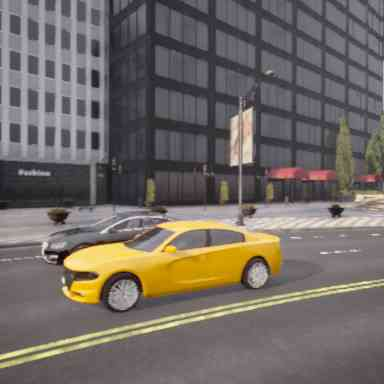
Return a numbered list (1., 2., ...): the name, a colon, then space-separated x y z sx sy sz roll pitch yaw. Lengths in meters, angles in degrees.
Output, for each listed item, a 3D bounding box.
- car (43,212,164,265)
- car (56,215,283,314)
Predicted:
1. car: -2.013 1.407 10.482 4.902 1.511 2.128 0 0 -28
2. car: -0.246 1.422 7.548 5.008 1.535 1.882 0 0 -28
